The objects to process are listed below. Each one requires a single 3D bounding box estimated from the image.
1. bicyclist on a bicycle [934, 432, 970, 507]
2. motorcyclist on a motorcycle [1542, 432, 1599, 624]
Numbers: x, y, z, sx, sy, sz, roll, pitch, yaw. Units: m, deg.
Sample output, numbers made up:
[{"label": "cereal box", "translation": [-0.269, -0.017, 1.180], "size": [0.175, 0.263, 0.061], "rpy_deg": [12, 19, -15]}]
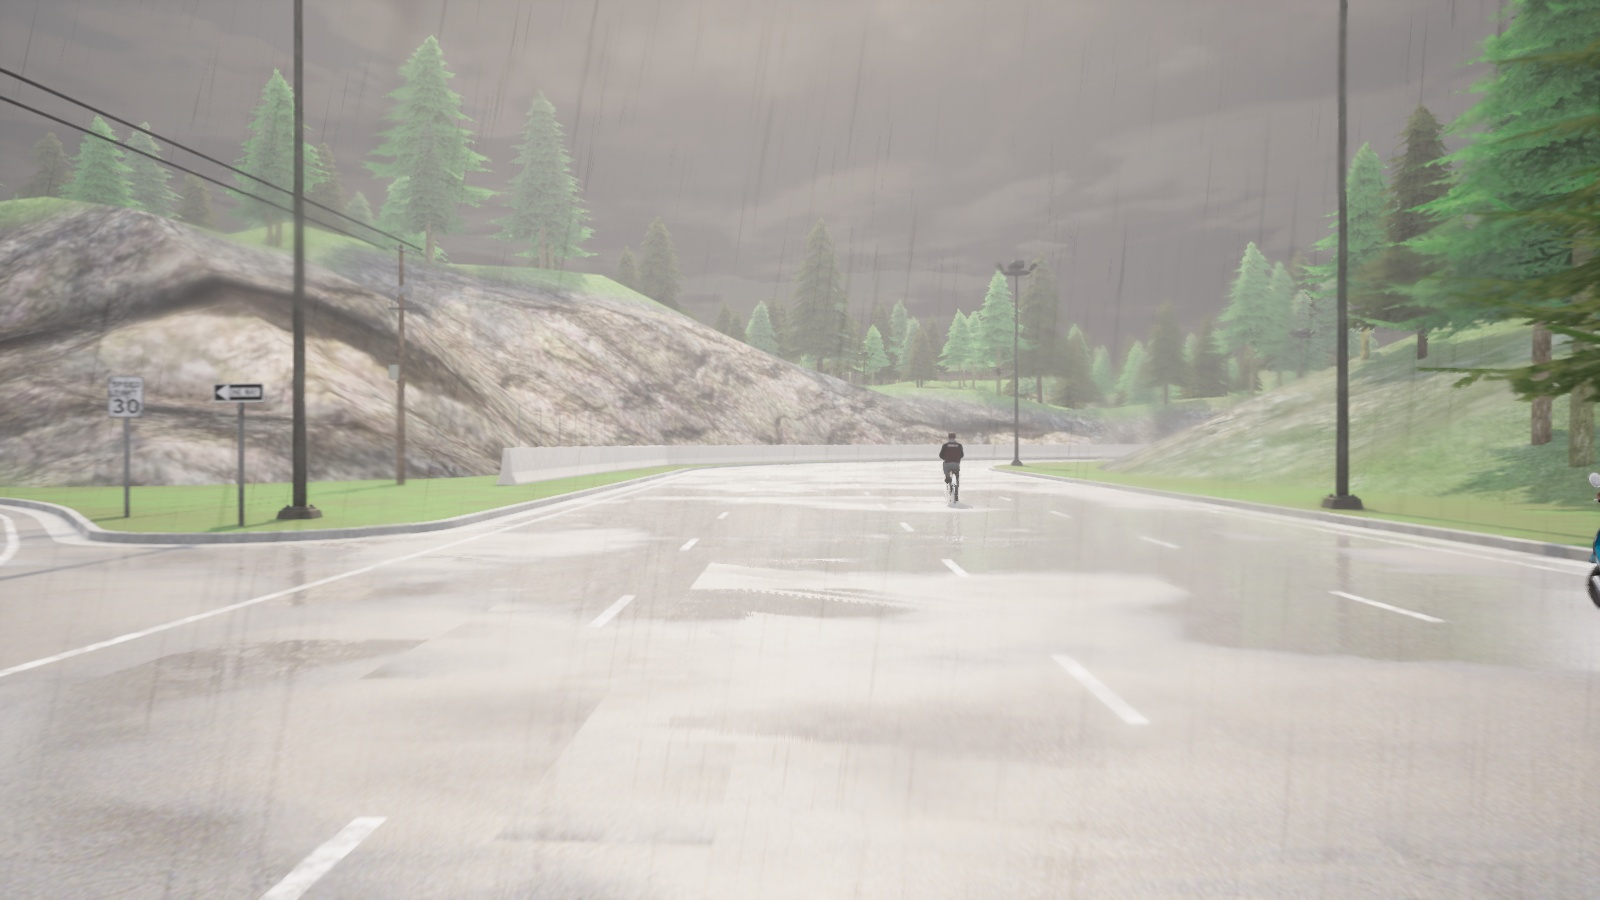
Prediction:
[{"label": "bicyclist on a bicycle", "translation": [3.691, 0.448, 30.673], "size": [0.659, 1.776, 1.843], "rpy_deg": [0, 1, 0]}, {"label": "motorcyclist on a motorcycle", "translation": [7.075, 0.648, 10.331], "size": [0.866, 1.590, 1.817], "rpy_deg": [0, 0, 0]}]
